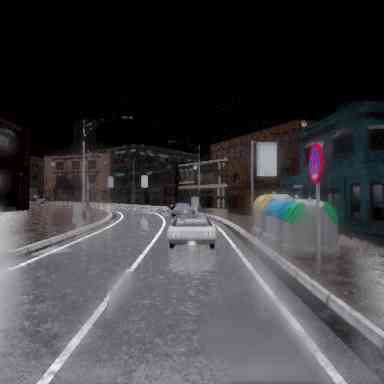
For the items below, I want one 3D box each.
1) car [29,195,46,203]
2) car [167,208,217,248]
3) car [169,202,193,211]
[{"bbox_3d":[-28.796,1.296,60.495,4.902,1.511,2.128,1,-1,23],"label":"car"},{"bbox_3d":[0.000,1.619,14.655,1.895,1.301,4.718,0,0,0],"label":"car"},{"bbox_3d":[-0.920,1.586,29.871,1.994,1.385,4.181,0,0,-10],"label":"car"}]
